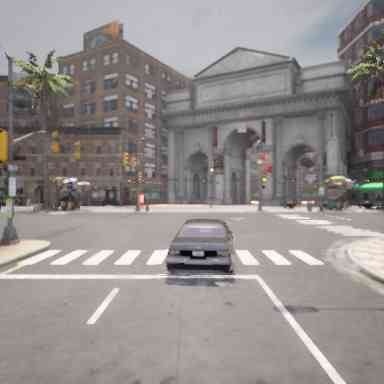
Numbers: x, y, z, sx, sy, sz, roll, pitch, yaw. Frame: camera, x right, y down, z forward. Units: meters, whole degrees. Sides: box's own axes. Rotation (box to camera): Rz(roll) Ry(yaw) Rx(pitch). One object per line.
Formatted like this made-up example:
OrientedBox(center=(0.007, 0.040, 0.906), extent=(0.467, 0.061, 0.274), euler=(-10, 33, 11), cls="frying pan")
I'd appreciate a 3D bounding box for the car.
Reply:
OrientedBox(center=(0.444, 1.574, 10.716), extent=(2.033, 1.411, 5.357), euler=(0, 0, 7), cls="car")
